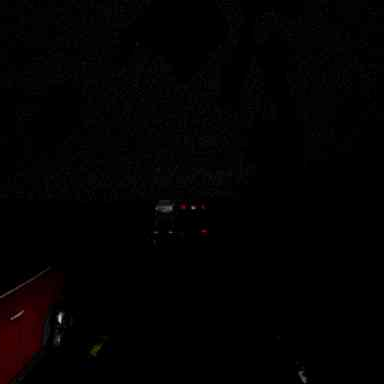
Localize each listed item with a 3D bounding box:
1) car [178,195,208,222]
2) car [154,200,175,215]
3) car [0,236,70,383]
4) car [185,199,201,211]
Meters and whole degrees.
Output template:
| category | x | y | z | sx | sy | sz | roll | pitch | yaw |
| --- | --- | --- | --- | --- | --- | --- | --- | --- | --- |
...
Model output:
| category | x | y | z | sx | sy | sz | roll | pitch | yaw |
| --- | --- | --- | --- | --- | --- | --- | --- | --- | --- |
| car | 0.091 | 1.257 | 26.941 | 2.150 | 2.045 | 5.566 | 0 | 0 | 0 |
| car | -2.835 | 1.571 | 34.990 | 1.812 | 1.442 | 4.674 | 0 | 0 | 0 |
| car | -2.839 | 1.356 | 2.981 | 2.097 | 1.767 | 4.553 | 0 | 0 | 0 |
| car | 0.103 | 1.658 | 43.382 | 1.895 | 1.301 | 4.718 | 0 | 0 | 0 |
